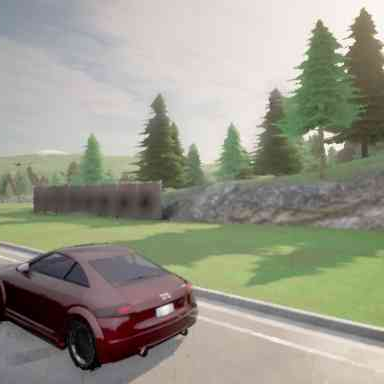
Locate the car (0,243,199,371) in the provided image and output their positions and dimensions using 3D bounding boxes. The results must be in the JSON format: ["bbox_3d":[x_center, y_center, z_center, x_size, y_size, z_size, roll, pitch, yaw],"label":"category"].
[{"bbox_3d":[-1.925,1.623,5.876,4.181,1.385,1.994,-1,-1,39],"label":"car"}]
